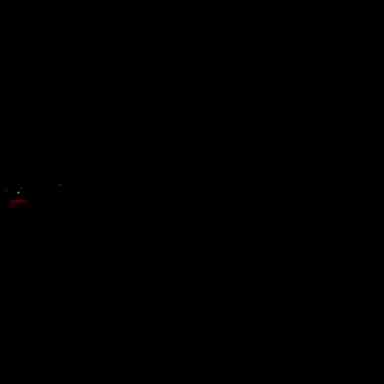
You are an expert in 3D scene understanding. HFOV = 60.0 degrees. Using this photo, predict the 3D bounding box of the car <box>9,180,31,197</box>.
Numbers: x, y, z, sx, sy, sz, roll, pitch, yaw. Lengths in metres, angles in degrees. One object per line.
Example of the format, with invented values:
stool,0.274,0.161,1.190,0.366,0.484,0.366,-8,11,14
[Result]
car,-17.166,-0.425,33.760,1.837,1.490,4.892,5,4,-19
